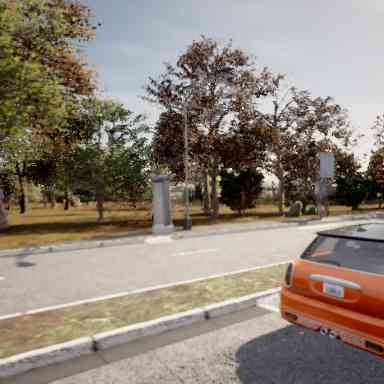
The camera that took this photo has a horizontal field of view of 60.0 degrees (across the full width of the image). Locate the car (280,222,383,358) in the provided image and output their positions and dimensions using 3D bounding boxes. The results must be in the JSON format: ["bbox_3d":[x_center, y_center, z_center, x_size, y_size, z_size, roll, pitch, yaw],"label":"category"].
[{"bbox_3d":[3.640,1.310,5.729,4.553,1.767,2.097,-1,1,-35],"label":"car"}]
